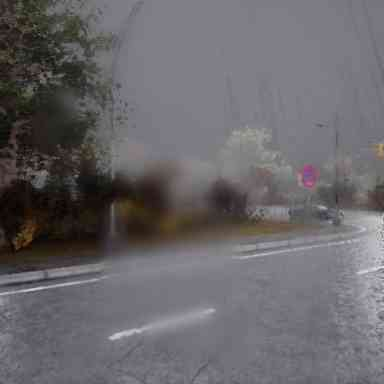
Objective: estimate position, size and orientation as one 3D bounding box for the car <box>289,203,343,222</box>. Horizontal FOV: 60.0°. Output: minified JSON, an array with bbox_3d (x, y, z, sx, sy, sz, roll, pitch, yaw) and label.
[{"bbox_3d":[10.450,1.696,28.299,1.812,1.442,4.674,0,1,-32],"label":"car"}]
